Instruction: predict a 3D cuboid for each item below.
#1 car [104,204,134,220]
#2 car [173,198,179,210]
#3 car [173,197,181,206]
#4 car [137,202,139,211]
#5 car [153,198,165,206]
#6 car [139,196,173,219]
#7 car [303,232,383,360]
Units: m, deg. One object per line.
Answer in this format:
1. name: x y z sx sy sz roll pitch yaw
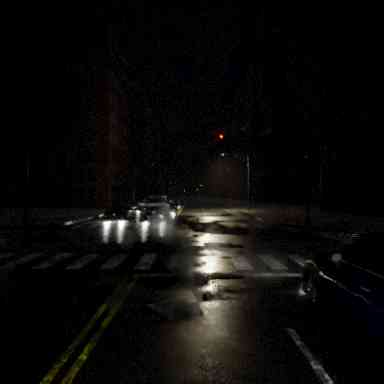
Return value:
1. car: -6.590 1.741 30.212 1.994 1.385 4.181 0 0 1
2. car: -3.328 1.886 47.444 1.895 1.301 4.718 0 0 0
3. car: -3.256 1.772 65.465 2.097 1.767 4.553 0 0 0
4. car: -6.578 1.806 46.836 1.812 1.442 4.674 0 0 0
5. car: -6.506 1.975 65.395 1.994 1.385 4.181 0 0 0
6. car: -3.347 1.404 31.899 2.150 2.045 5.566 0 1 0
7. car: 3.349 1.382 5.098 2.097 1.767 4.553 0 0 0
